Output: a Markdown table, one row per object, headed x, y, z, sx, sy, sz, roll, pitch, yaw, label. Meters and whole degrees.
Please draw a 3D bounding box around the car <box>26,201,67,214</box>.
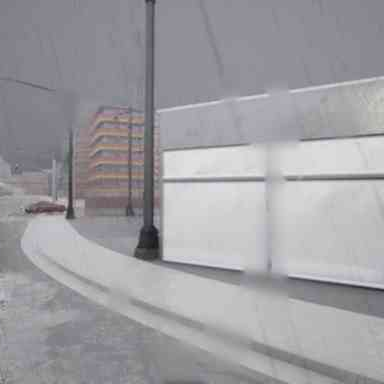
| x | y | z | sx | sy | sz | roll | pitch | yaw | label |
| --- | --- | --- | --- | --- | --- | --- | --- | --- | --- |
| -15.867 | 1.671 | 36.410 | 1.994 | 1.385 | 4.181 | 0 | -1 | 40 | car |
